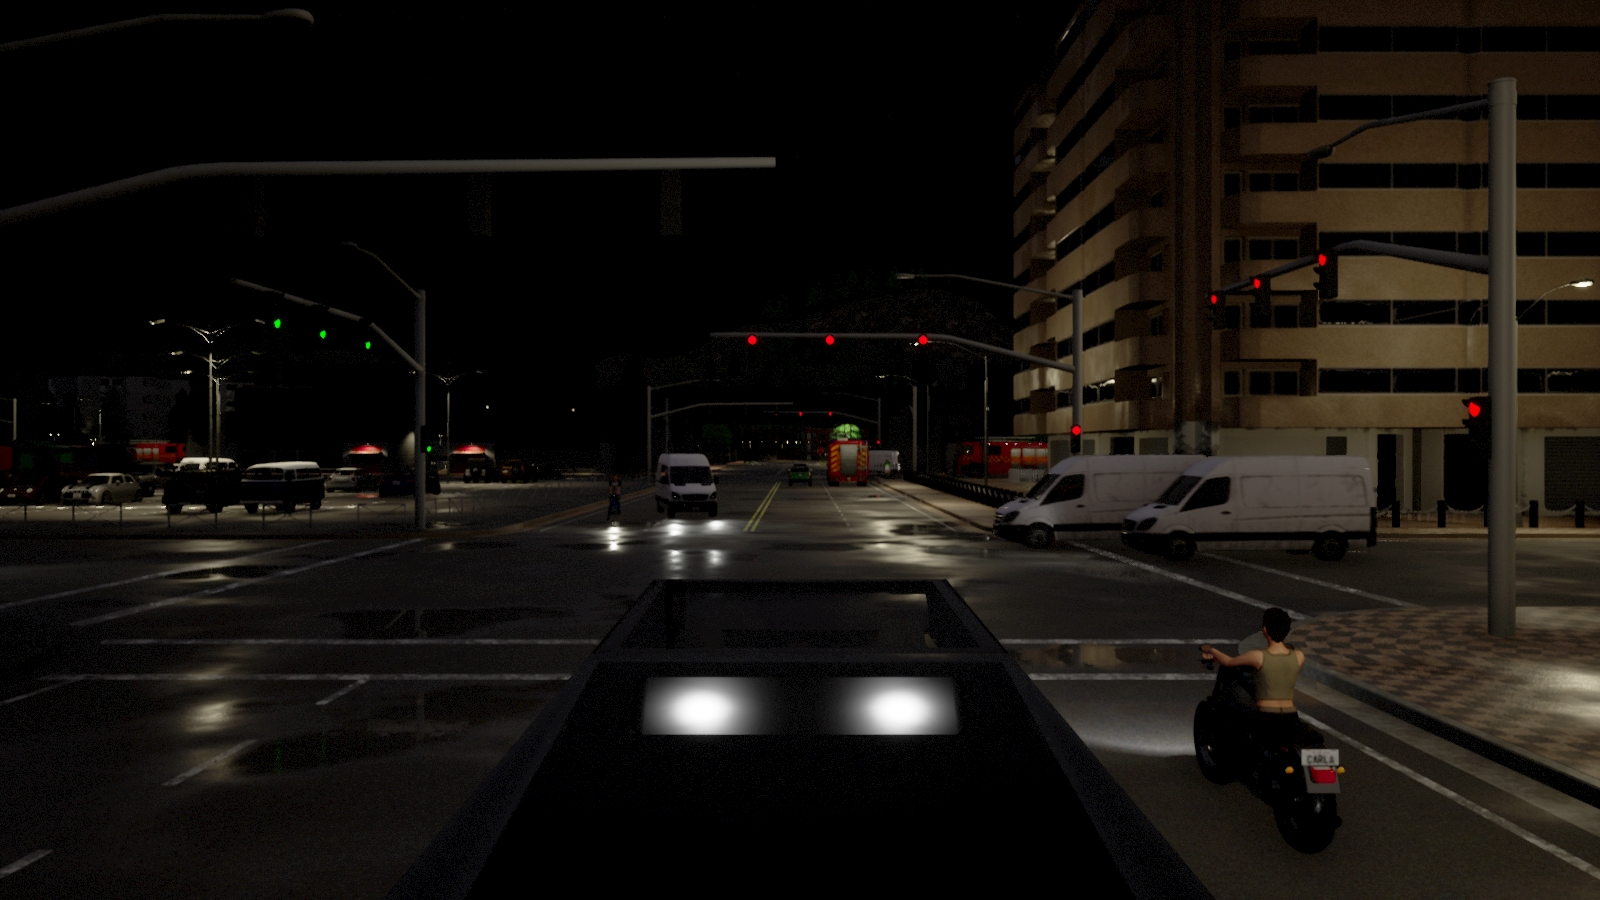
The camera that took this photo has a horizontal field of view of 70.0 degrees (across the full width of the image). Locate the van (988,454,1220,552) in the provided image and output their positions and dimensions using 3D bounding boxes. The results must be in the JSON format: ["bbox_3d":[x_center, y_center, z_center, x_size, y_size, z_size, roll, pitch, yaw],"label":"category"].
[{"bbox_3d":[8.376,1.434,31.824,5.915,2.561,1.988,0,0,-1],"label":"van"}]

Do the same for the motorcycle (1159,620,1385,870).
[{"bbox_3d":[3.502,2.136,8.762,0.764,1.307,2.356,0,0,0],"label":"motorcycle"}]

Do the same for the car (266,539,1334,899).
[{"bbox_3d":[0.000,1.740,5.695,2.390,2.098,6.274,0,0,0],"label":"car"}]

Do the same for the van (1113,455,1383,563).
[{"bbox_3d":[11.010,1.428,28.360,5.915,2.561,1.988,0,0,-1],"label":"van"}]

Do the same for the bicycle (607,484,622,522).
[{"bbox_3d":[-7.113,2.028,43.847,0.373,1.385,1.643,0,0,-1],"label":"bicycle"}]

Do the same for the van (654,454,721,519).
[{"bbox_3d":[-4.814,1.443,48.006,1.988,2.561,5.915,0,0,-14],"label":"van"}]
